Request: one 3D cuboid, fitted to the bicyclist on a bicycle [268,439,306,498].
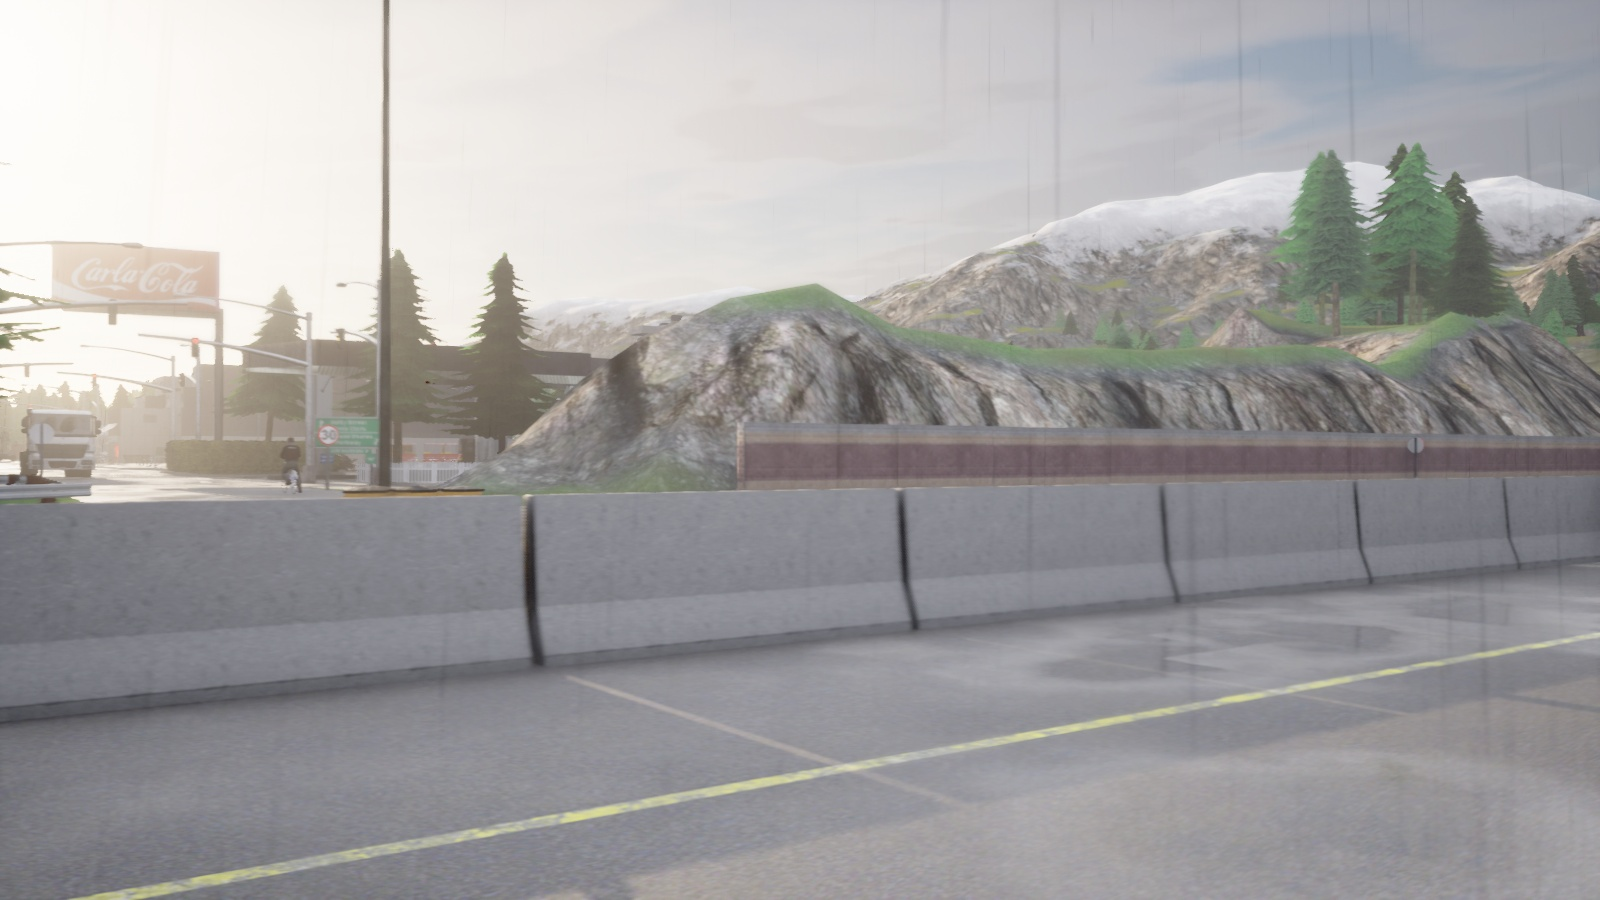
[{"bbox_3d":[-15.712,0.547,38.425,0.659,1.776,1.843,0,0,-36],"label":"bicyclist on a bicycle"}]

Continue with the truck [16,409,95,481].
[{"bbox_3d":[-38.214,-0.177,64.319,2.891,3.462,7.936,0,-1,-35],"label":"truck"}]
